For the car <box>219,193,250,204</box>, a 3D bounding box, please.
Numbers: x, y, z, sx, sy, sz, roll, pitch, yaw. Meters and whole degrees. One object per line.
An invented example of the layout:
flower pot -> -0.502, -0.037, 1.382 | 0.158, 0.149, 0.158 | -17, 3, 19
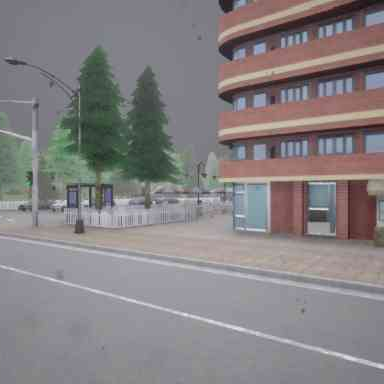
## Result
car -> 8.119, 1.161, 63.700 | 5.566, 2.045, 2.150 | 0, 0, -25

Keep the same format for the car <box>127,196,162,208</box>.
car -> -6.888, 1.296, 46.699 | 2.097, 1.767, 4.553 | 0, 0, 39

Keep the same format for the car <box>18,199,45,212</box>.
car -> -17.526, 1.508, 38.123 | 1.994, 1.385, 4.181 | 0, 0, 36

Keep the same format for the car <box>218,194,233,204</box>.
car -> 6.987, 1.492, 59.107 | 5.357, 1.411, 2.033 | 0, 0, -29

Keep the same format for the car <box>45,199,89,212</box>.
car -> -13.608, 1.470, 37.611 | 1.812, 1.442, 4.674 | 0, 0, 36

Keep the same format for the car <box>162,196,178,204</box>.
car -> -4.433, 1.471, 54.844 | 4.674, 1.442, 1.812 | 0, 0, -44

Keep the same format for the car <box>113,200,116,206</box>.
car -> -12.501, 1.470, 45.098 | 1.812, 1.442, 4.674 | 0, 0, 37
